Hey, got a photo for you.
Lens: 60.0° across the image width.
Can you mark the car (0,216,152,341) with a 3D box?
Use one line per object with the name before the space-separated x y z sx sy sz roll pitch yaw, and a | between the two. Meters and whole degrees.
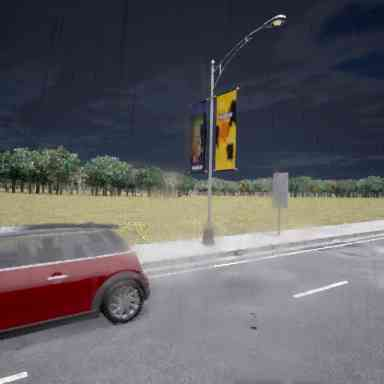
car | -3.038 1.351 5.510 4.553 1.767 2.097 0 0 -36
